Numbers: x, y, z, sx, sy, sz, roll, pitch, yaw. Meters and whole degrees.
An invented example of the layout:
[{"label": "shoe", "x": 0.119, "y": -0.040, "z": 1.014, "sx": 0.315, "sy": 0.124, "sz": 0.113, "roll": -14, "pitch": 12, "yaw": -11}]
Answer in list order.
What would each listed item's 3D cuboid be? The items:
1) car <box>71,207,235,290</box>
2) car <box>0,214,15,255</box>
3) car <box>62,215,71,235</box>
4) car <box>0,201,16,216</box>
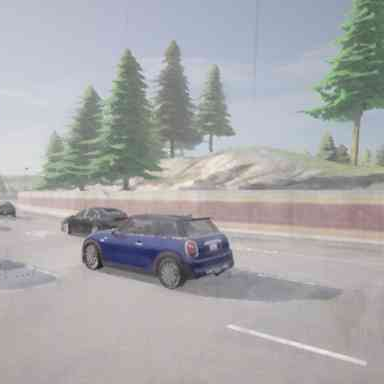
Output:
[{"label": "car", "x": -1.138, "y": 1.374, "z": 9.474, "sx": 4.553, "sy": 1.767, "sz": 2.097, "roll": 0, "pitch": 0, "yaw": 38}, {"label": "car", "x": -7.662, "y": 1.515, "z": 10.353, "sx": 4.902, "sy": 1.511, "sz": 2.128, "roll": 0, "pitch": 0, "yaw": 41}, {"label": "car", "x": -4.980, "y": 1.545, "z": 17.315, "sx": 4.892, "sy": 1.490, "sz": 1.837, "roll": 0, "pitch": 0, "yaw": 42}, {"label": "car", "x": -17.472, "y": 1.560, "z": 30.292, "sx": 2.128, "sy": 1.511, "sz": 4.902, "roll": 0, "pitch": 0, "yaw": -40}]
